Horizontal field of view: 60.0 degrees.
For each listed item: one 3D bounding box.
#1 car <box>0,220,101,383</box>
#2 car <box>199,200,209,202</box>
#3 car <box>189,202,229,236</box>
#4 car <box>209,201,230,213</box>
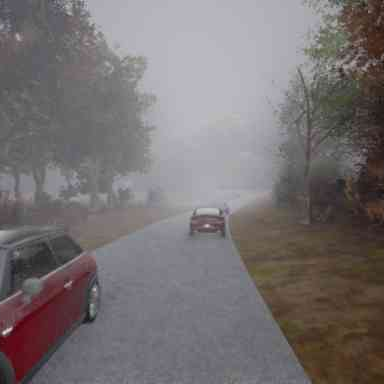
[{"bbox_3d":[-2.733,1.346,4.131,2.097,1.767,4.553,0,0,1],"label":"car"},{"bbox_3d":[1.699,1.911,46.746,1.837,1.490,4.892,1,-1,11],"label":"car"},{"bbox_3d":[0.939,1.549,18.996,1.882,1.535,5.008,0,0,4],"label":"car"},{"bbox_3d":[3.403,1.908,39.453,1.994,1.385,4.181,0,-1,9],"label":"car"}]
